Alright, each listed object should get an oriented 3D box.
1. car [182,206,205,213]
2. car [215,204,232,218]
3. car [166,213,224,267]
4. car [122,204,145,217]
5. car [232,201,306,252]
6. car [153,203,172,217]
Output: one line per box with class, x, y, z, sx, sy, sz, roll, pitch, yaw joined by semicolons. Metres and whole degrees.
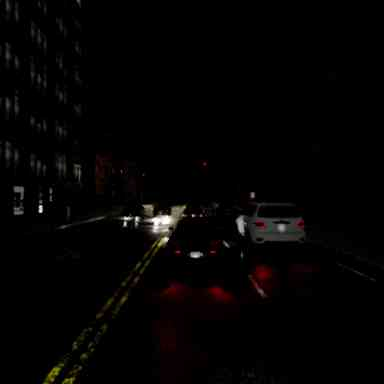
car;0.101;1.917;28.228;2.033;1.411;5.357;0;-1;0
car;3.350;1.907;32.855;1.882;1.535;5.008;0;-1;0
car;0.099;1.683;11.972;1.812;1.442;4.674;0;-1;0
car;-6.534;2.046;38.097;2.033;1.411;5.357;0;-1;1
car;3.349;1.421;15.117;2.150;2.045;5.566;0;-1;0
car;-3.292;1.981;37.399;2.128;1.511;4.902;0;-1;0
